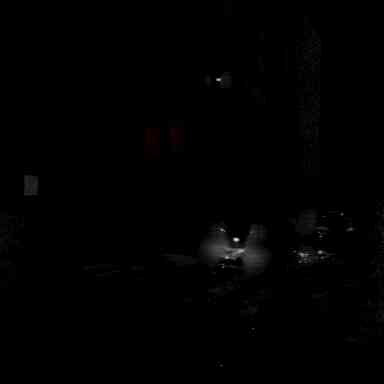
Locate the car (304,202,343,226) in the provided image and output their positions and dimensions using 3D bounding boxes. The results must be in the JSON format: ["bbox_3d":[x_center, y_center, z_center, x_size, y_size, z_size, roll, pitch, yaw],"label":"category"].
[{"bbox_3d":[9.049,1.593,23.637,1.994,1.385,4.181,1,0,36],"label":"car"}]

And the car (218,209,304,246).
[{"bbox_3d":[3.283,1.532,15.509,2.033,1.411,5.357,1,0,35],"label":"car"}]

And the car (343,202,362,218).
[{"bbox_3d":[15.056,1.629,32.110,2.033,1.411,5.357,1,0,36],"label":"car"}]
